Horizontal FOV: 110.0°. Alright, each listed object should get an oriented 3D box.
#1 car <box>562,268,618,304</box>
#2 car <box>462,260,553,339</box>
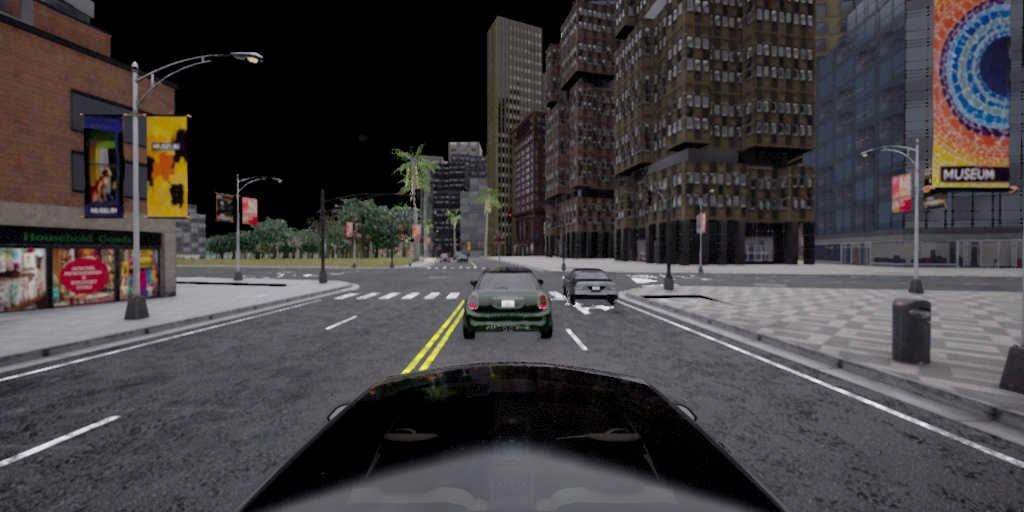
[{"bbox_3d":[3.319,1.250,15.971,2.033,1.411,5.357,0,0,4],"label":"car"},{"bbox_3d":[-0.139,1.074,10.145,2.097,1.767,4.553,0,0,-1],"label":"car"}]
